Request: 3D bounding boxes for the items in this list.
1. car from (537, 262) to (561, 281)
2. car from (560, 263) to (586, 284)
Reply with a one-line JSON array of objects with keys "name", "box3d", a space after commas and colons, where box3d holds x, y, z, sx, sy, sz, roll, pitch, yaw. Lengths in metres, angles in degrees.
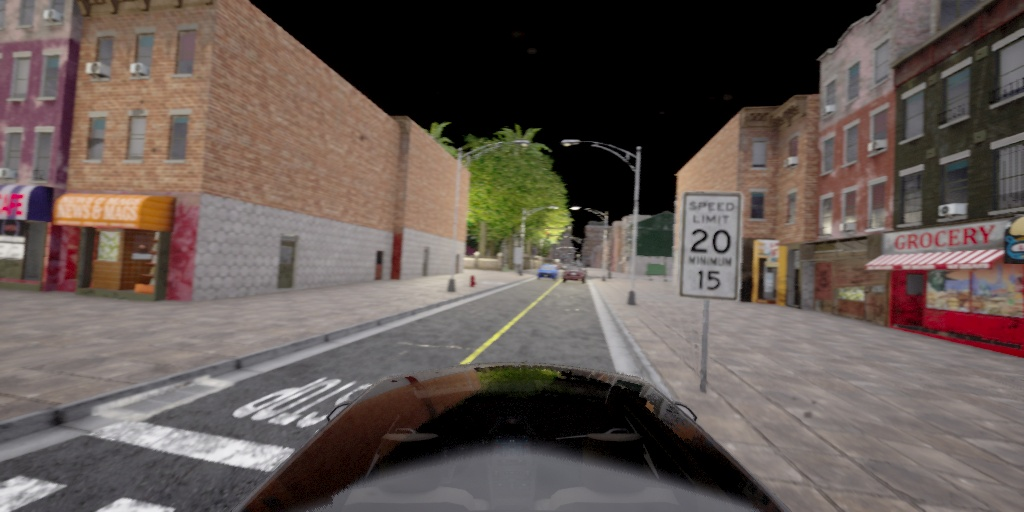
[{"name": "car", "box3d": [3.852, 1.719, 38.086, 1.882, 1.535, 5.008, 3, 0, 11]}, {"name": "car", "box3d": [6.081, 1.688, 34.982, 2.097, 1.767, 4.553, 3, 0, 12]}]
